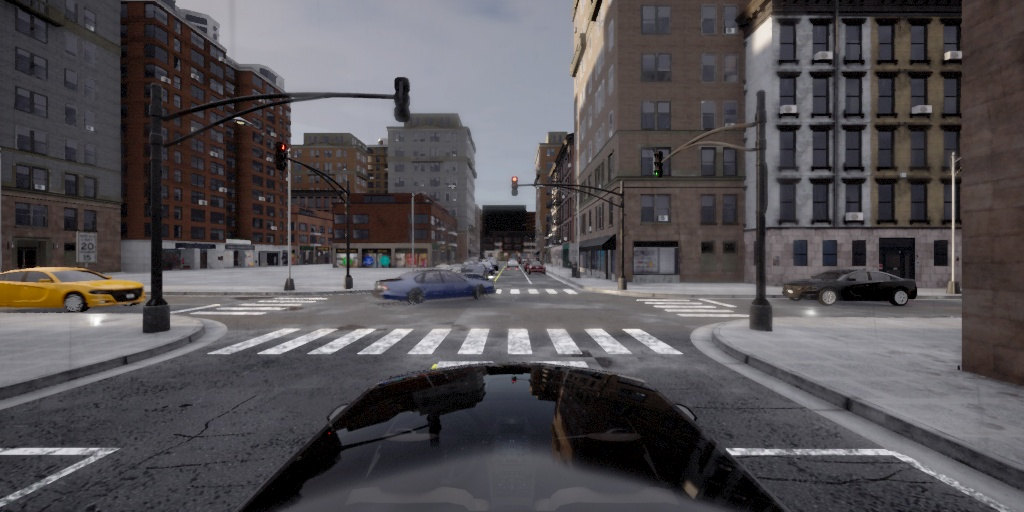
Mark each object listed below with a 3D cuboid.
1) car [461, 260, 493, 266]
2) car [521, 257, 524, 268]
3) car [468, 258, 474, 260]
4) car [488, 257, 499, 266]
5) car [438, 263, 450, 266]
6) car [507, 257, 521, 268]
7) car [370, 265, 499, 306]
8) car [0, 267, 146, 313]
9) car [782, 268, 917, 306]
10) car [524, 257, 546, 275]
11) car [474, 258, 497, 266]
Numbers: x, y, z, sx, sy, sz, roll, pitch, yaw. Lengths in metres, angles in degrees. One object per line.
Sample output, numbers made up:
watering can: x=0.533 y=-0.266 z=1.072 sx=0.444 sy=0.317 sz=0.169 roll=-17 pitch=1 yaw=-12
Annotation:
car: x=-2.840 y=1.298 z=28.153 sx=2.033 sy=1.411 sz=5.357 roll=0 pitch=0 yaw=0
car: x=2.652 y=1.066 z=45.054 sx=2.192 sy=1.841 sz=5.009 roll=0 pitch=0 yaw=0
car: x=-5.373 y=1.302 z=45.057 sx=2.007 sy=1.370 sz=4.403 roll=0 pitch=0 yaw=0
car: x=-2.818 y=1.230 z=48.694 sx=1.882 sy=1.535 sz=5.008 roll=0 pitch=0 yaw=0
car: x=-5.379 y=1.276 z=27.901 sx=1.751 sy=1.417 sz=4.829 roll=0 pitch=0 yaw=0
car: x=0.124 y=1.279 z=61.892 sx=1.812 sy=1.442 sz=4.674 roll=0 pitch=0 yaw=0
car: x=-3.327 y=1.288 z=15.844 sx=5.357 sy=1.411 sz=2.033 roll=0 pitch=0 yaw=-37
car: x=-16.203 y=1.153 z=12.876 sx=5.008 sy=1.535 sz=1.882 roll=0 pitch=0 yaw=0
car: x=14.777 y=1.310 z=15.858 sx=5.008 sy=1.535 sz=1.882 roll=0 pitch=0 yaw=-1
car: x=2.650 y=1.191 z=39.391 sx=1.967 sy=1.591 sz=4.097 roll=0 pitch=0 yaw=0
car: x=-2.839 y=1.277 z=38.204 sx=1.812 sy=1.442 sz=4.674 roll=0 pitch=0 yaw=0
